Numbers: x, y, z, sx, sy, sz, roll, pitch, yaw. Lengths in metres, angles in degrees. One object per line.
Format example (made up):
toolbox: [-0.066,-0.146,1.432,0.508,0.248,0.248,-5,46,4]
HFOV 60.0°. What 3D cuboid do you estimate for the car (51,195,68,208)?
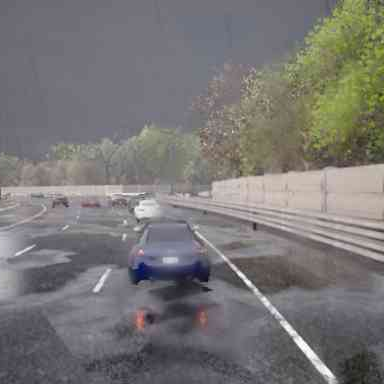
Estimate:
car: [-16.946,1.198,42.591,1.837,1.490,4.892,0,1,-24]

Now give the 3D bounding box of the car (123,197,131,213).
car: [-5.276,1.246,32.606,2.033,1.411,5.357,-1,1,-14]

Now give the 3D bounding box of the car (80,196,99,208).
car: [-13.105,1.224,42.563,1.994,1.385,4.181,-1,1,-24]

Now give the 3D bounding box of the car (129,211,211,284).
car: [-0.695,1.472,9.420,1.994,1.385,4.181,-1,1,-6]

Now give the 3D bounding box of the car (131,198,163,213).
car: [-3.170,1.299,23.933,1.812,1.442,4.674,-1,1,-13]

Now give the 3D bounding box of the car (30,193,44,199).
car: [-38.950,0.971,83.433,4.674,1.442,1.812,0,1,40]

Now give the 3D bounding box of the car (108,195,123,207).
car: [-9.946,1.142,44.078,1.812,1.442,4.674,-1,1,-24]
